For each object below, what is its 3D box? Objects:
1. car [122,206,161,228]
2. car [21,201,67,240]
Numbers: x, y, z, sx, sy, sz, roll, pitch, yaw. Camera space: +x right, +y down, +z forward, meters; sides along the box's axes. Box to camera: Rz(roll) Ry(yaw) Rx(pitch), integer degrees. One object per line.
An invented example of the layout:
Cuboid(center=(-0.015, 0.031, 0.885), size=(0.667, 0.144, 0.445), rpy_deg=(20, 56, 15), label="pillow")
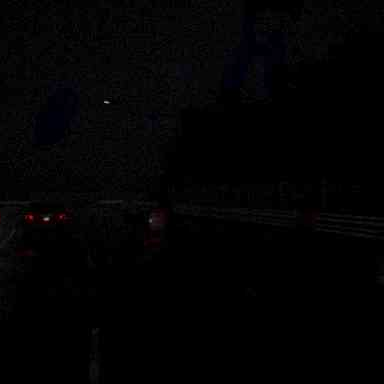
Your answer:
Cuboid(center=(-3.943, 1.849, 25.535), size=(1.837, 1.490, 4.892), rpy_deg=(1, -1, -27), label="car")
Cuboid(center=(-8.681, 1.522, 19.479), size=(2.150, 2.045, 5.566), rpy_deg=(0, -1, -27), label="car")
